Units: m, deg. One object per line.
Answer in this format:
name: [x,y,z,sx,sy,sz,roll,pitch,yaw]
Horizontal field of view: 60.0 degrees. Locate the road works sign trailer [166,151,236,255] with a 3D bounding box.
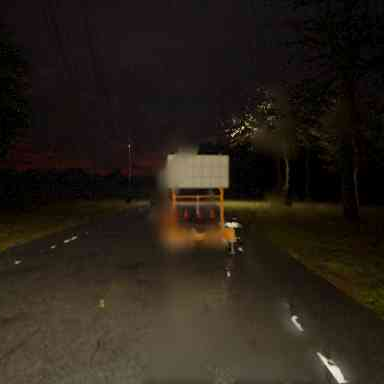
road works sign trailer: [0.212,0.293,12.572,2.380,3.560,2.880,0,1,-8]

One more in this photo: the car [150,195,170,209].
car: [-3.541,1.044,37.427,1.812,1.442,4.674,0,1,0]
